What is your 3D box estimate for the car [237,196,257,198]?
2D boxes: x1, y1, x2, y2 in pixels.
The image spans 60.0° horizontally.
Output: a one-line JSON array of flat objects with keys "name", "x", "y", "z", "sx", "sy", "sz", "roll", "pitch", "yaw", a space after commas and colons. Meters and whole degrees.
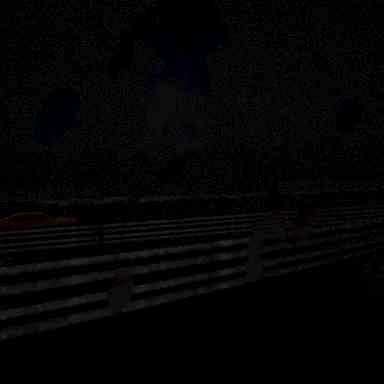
[{"name": "car", "x": 5.896, "y": 1.154, "z": 30.211, "sx": 4.553, "sy": 1.767, "sz": 2.097, "roll": -2, "pitch": 1, "yaw": -19}]

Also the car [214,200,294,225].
[{"name": "car", "x": 4.038, "y": 1.554, "z": 22.130, "sx": 5.357, "sy": 1.411, "sz": 2.033, "roll": -2, "pitch": 1, "yaw": -19}]

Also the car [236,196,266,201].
[{"name": "car", "x": 5.694, "y": 1.367, "z": 26.428, "sx": 4.892, "sy": 1.490, "sz": 1.837, "roll": -2, "pitch": 1, "yaw": -19}]

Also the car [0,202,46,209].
[{"name": "car", "x": -11.693, "y": 1.705, "z": 23.991, "sx": 5.566, "sy": 2.045, "sz": 2.150, "roll": -2, "pitch": 1, "yaw": -19}]

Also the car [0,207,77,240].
[{"name": "car", "x": -9.834, "y": 1.982, "z": 20.937, "sx": 5.008, "sy": 1.535, "sz": 1.882, "roll": -2, "pitch": 1, "yaw": -19}]
